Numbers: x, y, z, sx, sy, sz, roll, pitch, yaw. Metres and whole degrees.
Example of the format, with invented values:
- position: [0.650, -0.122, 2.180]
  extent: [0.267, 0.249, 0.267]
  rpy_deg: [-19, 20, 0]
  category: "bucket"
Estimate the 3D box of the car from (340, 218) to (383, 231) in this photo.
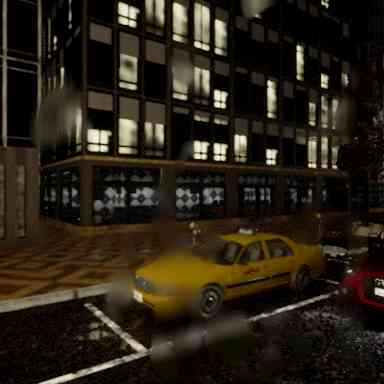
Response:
- position: [5.786, 1.538, 10.685]
  extent: [4.403, 1.369, 2.008]
  rpy_deg: [0, 0, -36]
  category: "car"

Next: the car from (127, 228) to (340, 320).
- position: [1.012, 1.520, 7.279]
  extent: [4.829, 1.417, 1.752]
  rpy_deg: [0, 0, -36]
  category: "car"

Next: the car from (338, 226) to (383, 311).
- position: [4.919, 1.555, 6.889]
  extent: [4.181, 1.385, 1.994]
  rpy_deg: [0, 0, -36]
  category: "car"
